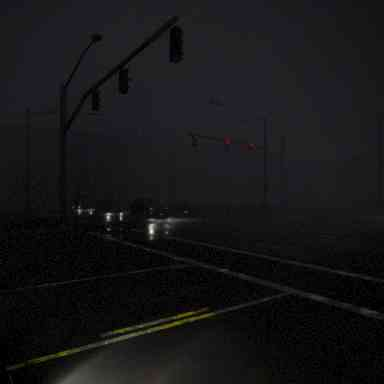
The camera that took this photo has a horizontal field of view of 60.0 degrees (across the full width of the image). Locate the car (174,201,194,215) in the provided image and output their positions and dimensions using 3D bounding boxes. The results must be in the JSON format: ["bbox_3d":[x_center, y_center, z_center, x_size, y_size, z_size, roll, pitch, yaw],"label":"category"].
[{"bbox_3d":[-1.818,1.601,33.465,1.895,1.301,4.718,0,0,-33],"label":"car"}]

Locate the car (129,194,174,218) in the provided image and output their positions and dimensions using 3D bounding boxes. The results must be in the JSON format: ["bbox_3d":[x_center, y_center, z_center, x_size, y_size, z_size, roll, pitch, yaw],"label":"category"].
[{"bbox_3d":[-3.989,1.352,30.491,2.097,1.767,4.553,0,0,-36],"label":"car"}]

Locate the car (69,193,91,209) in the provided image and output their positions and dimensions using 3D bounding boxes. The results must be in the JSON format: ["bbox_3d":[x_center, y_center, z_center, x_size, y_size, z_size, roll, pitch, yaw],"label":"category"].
[{"bbox_3d":[-15.831,1.222,47.166,2.150,2.045,5.566,0,0,-33],"label":"car"}]

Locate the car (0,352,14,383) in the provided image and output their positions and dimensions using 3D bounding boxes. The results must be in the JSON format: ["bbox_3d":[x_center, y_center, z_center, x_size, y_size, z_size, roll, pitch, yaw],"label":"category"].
[{"bbox_3d":[-3.602,1.547,1.239,5.357,1.411,2.033,0,0,-35],"label":"car"}]

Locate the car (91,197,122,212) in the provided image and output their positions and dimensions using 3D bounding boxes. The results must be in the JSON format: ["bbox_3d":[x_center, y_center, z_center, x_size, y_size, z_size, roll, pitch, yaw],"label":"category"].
[{"bbox_3d":[-9.767,1.526,38.500,1.812,1.442,4.674,0,0,-36],"label":"car"}]

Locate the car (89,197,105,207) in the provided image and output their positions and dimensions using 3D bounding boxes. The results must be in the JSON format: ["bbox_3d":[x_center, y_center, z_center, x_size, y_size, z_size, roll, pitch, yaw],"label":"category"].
[{"bbox_3d":[-15.550,1.547,54.386,2.033,1.411,5.357,0,0,-21],"label":"car"}]

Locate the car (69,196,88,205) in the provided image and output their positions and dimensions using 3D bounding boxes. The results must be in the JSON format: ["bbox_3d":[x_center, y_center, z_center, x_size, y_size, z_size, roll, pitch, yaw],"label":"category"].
[{"bbox_3d":[-19.998,1.488,58.781,2.128,1.511,4.902,0,0,-5],"label":"car"}]
